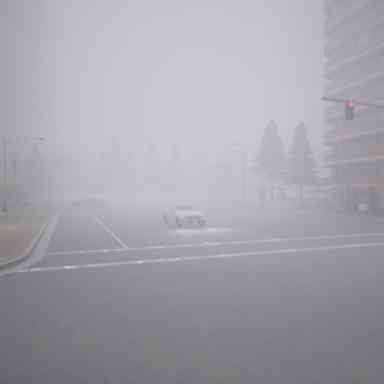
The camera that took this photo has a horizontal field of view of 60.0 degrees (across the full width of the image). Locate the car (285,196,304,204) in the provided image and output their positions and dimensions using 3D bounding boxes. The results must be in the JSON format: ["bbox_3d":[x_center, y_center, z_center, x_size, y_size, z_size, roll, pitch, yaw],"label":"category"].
[{"bbox_3d":[17.443,1.442,55.464,5.357,1.411,2.033,0,0,-19],"label":"car"}]

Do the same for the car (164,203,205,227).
[{"bbox_3d":[-0.646,1.513,22.842,1.812,1.442,4.674,0,0,-20],"label":"car"}]

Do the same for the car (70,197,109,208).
[{"bbox_3d":[-14.787,1.496,48.113,5.357,1.411,2.033,0,0,11],"label":"car"}]
